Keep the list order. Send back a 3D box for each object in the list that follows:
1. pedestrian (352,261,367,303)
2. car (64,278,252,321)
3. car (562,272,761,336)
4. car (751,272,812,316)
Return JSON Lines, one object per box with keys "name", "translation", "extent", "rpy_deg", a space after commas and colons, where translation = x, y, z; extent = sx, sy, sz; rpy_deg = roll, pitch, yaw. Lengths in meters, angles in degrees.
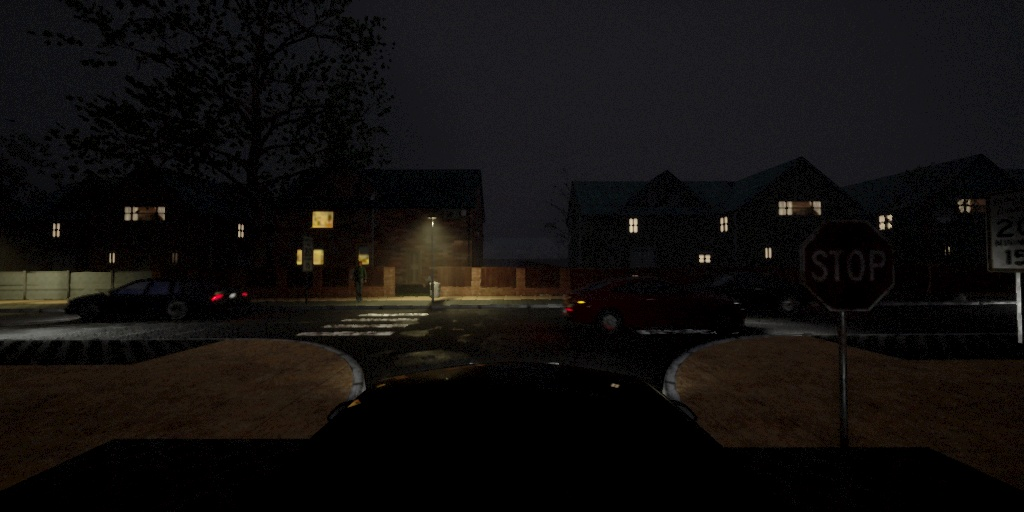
{"name": "pedestrian", "translation": [-6.729, 1.110, 15.771], "extent": [0.375, 1.860, 0.375], "rpy_deg": [0, -1, 1]}
{"name": "car", "translation": [-12.534, 1.502, 12.925], "extent": [5.357, 1.411, 2.033], "rpy_deg": [-1, -1, 1]}
{"name": "car", "translation": [3.730, 1.261, 9.770], "extent": [4.674, 1.442, 1.812], "rpy_deg": [-1, -1, 1]}
{"name": "car", "translation": [7.865, 1.286, 12.676], "extent": [4.674, 1.442, 1.812], "rpy_deg": [0, -1, 1]}
